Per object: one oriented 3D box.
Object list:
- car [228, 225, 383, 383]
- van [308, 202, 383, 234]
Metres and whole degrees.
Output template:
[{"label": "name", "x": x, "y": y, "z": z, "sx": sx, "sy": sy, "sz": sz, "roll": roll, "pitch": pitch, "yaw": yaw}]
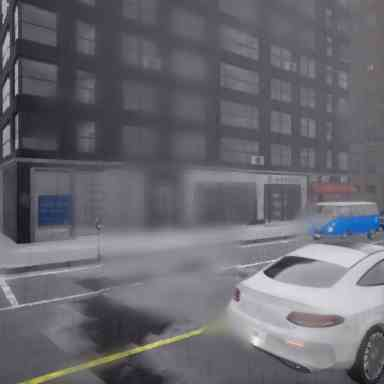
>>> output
[{"label": "car", "x": 2.645, "y": 1.525, "z": 5.321, "sx": 4.674, "sy": 1.442, "sz": 1.812, "roll": 0, "pitch": 0, "yaw": -36}, {"label": "van", "x": 7.074, "y": 1.342, "z": 15.444, "sx": 3.998, "sy": 1.788, "sz": 1.690, "roll": 0, "pitch": 0, "yaw": -36}]
